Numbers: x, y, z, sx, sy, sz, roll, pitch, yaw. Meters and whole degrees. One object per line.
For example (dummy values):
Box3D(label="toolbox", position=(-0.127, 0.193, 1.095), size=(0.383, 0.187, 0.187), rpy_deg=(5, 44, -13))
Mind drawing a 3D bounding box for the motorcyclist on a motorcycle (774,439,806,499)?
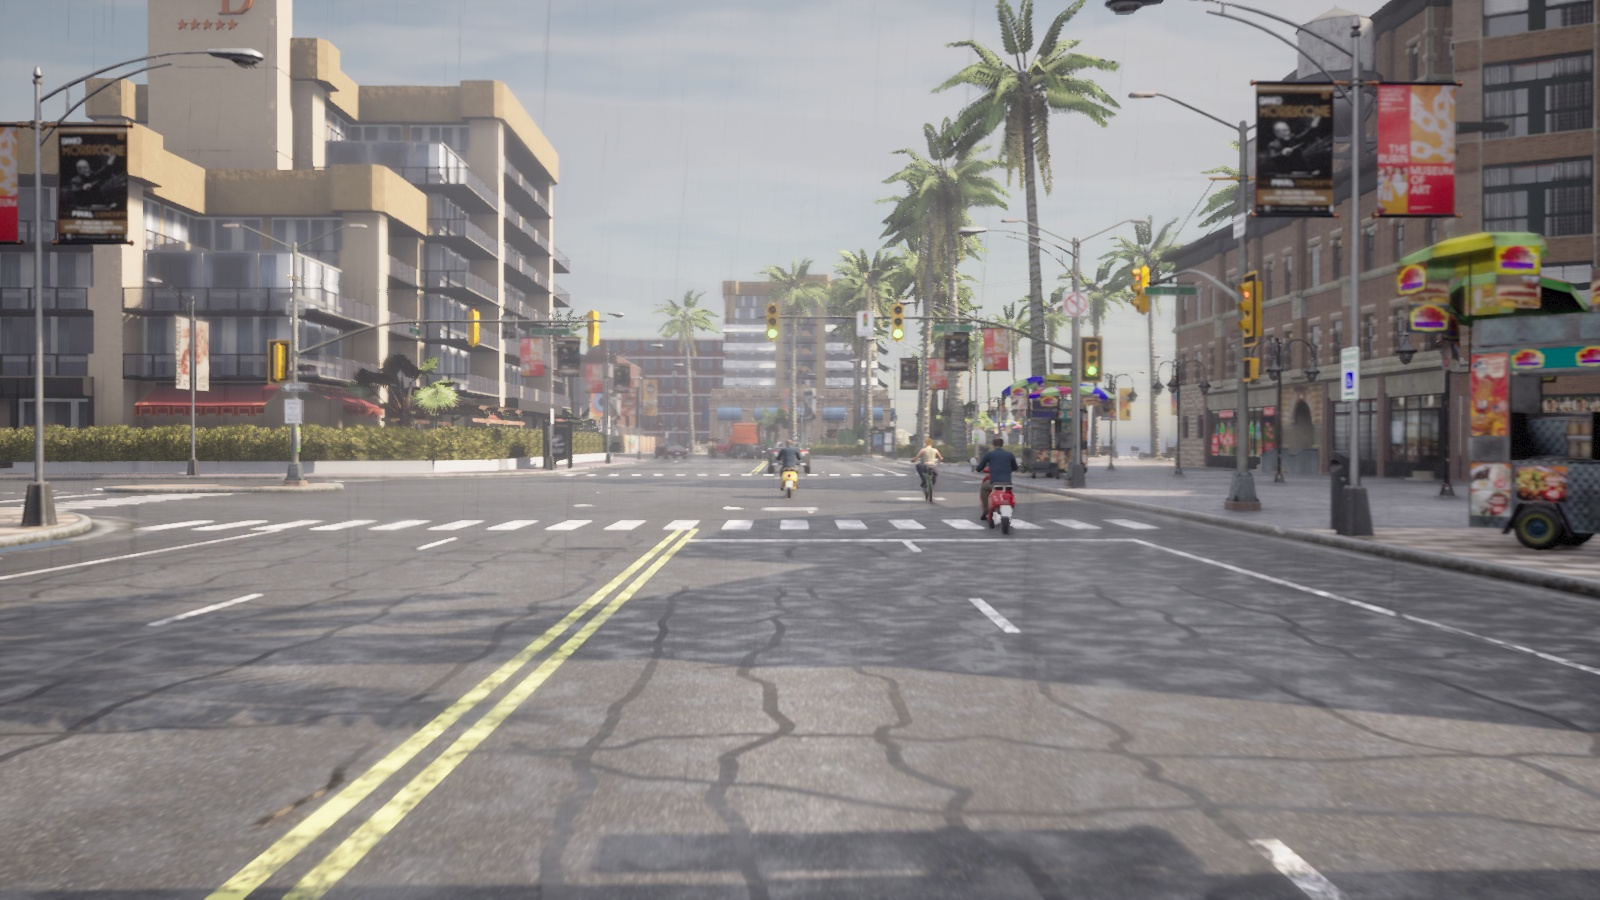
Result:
Box3D(label="motorcyclist on a motorcycle", position=(-0.280, 0.504, 34.677), size=(0.866, 1.590, 1.817), rpy_deg=(0, 0, 0))

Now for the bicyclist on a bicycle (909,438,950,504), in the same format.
Box3D(label="bicyclist on a bicycle", position=(3.242, 0.507, 31.628), size=(0.866, 1.612, 1.509), rpy_deg=(0, 0, 0))

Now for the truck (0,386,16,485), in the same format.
Box3D(label="truck", position=(-31.878, -0.502, 43.233), size=(7.936, 3.462, 2.891), rpy_deg=(0, 0, -1))

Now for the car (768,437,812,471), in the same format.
Box3D(label="car", position=(-0.529, 0.165, 63.894), size=(2.152, 1.651, 5.027), rpy_deg=(0, 0, -1))

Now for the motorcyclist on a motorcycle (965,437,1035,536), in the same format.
Box3D(label="motorcyclist on a motorcycle", position=(3.339, 0.583, 21.133), size=(0.866, 1.590, 1.817), rpy_deg=(0, 0, -1))
